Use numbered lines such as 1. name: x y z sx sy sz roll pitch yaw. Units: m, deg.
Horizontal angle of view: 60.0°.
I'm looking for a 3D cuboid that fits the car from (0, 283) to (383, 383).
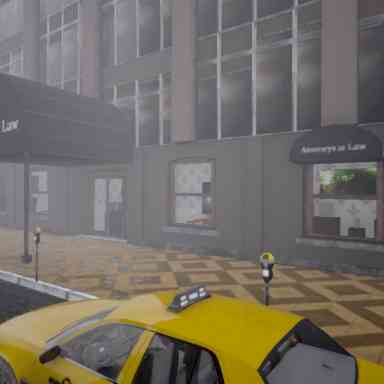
1. car: -0.228 1.525 3.033 4.829 1.417 1.752 0 0 36
